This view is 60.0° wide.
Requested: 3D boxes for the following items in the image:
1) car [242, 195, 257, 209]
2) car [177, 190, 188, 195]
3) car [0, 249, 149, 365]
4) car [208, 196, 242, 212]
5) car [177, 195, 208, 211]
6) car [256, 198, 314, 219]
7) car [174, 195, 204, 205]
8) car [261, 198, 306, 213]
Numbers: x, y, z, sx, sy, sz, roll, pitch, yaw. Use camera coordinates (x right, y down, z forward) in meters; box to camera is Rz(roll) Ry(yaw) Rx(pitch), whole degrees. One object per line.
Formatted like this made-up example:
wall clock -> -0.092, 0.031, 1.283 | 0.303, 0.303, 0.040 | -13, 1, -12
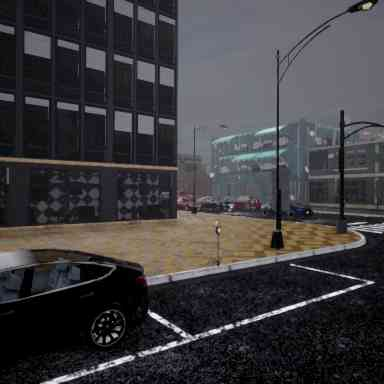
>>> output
car -> 6.062, 1.130, 38.692 | 1.967, 1.590, 4.097 | 1, 0, -36
car -> -2.655, 0.758, 46.188 | 2.150, 2.045, 5.566 | 0, 1, -36
car -> -2.680, 1.566, 4.643 | 4.313, 1.339, 1.947 | 0, 0, -35
car -> 2.353, 1.173, 33.945 | 2.128, 1.511, 4.902 | 0, 1, -36
car -> -0.699, 1.231, 33.738 | 1.802, 1.307, 4.206 | 1, 0, -36
car -> 7.592, 1.355, 26.790 | 1.994, 1.385, 4.181 | 0, 1, -36
car -> -0.496, 1.101, 47.638 | 2.008, 1.369, 4.403 | 1, 0, -36
car -> 9.339, 1.340, 34.217 | 1.802, 1.307, 4.206 | 1, 0, -36
